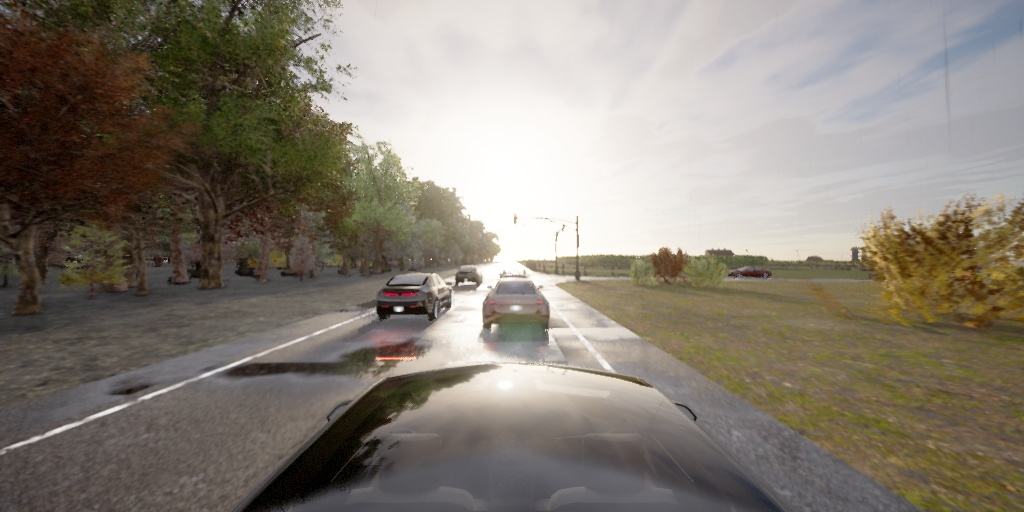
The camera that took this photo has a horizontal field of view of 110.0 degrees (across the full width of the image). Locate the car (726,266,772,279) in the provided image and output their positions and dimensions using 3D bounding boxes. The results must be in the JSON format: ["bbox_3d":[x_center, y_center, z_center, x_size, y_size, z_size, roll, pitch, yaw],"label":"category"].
[{"bbox_3d":[28.923,2.012,43.926,5.008,1.535,1.882,1,-2,0],"label":"car"}]

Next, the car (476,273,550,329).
[{"bbox_3d":[0.110,1.411,11.713,1.994,1.385,4.181,0,-1,0],"label":"car"}]

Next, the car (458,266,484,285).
[{"bbox_3d":[-3.362,1.522,28.603,1.837,1.490,4.892,0,0,0],"label":"car"}]

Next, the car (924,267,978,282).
[{"bbox_3d":[48.958,2.011,40.219,4.553,1.767,2.097,1,-2,0],"label":"car"}]

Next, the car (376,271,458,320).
[{"bbox_3d":[-3.386,1.368,13.165,1.837,1.490,4.892,0,-1,0],"label":"car"}]

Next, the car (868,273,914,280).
[{"bbox_3d":[46.931,2.278,43.766,5.357,1.411,2.033,1,-2,1],"label":"car"}]

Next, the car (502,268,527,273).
[{"bbox_3d":[0.128,1.440,21.675,2.128,1.511,4.902,0,-1,0],"label":"car"}]
